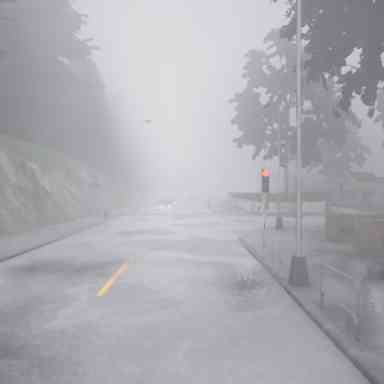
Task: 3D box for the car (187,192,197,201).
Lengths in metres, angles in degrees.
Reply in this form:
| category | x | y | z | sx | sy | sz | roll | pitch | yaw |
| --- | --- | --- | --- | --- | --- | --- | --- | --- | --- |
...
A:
| category | x | y | z | sx | sy | sz | roll | pitch | yaw |
| --- | --- | --- | --- | --- | --- | --- | --- | --- | --- |
| car | -0.012 | 1.228 | 71.594 | 1.812 | 1.442 | 4.674 | 0 | 0 | 0 |

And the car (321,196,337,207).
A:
| category | x | y | z | sx | sy | sz | roll | pitch | yaw |
| --- | --- | --- | --- | --- | --- | --- | --- | --- | --- |
| car | 15.779 | 1.140 | 40.070 | 1.994 | 1.381 | 4.181 | 0 | 0 | 0 |

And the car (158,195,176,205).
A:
| category | x | y | z | sx | sy | sz | roll | pitch | yaw |
| --- | --- | --- | --- | --- | --- | --- | --- | --- | --- |
| car | -4.077 | 1.358 | 51.829 | 1.994 | 1.385 | 4.181 | 0 | 0 | 0 |
